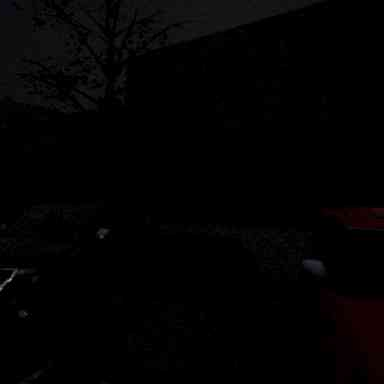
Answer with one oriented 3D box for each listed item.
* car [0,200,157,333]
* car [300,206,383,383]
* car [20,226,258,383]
[{"bbox_3d":[-2.479,1.228,7.142,2.435,2.045,5.566,1,-1,15],"label":"car"},{"bbox_3d":[2.422,1.231,3.657,2.435,2.045,5.566,1,-1,15],"label":"car"},{"bbox_3d":[-0.034,1.510,5.398,2.163,1.488,4.792,1,-1,15],"label":"car"}]
